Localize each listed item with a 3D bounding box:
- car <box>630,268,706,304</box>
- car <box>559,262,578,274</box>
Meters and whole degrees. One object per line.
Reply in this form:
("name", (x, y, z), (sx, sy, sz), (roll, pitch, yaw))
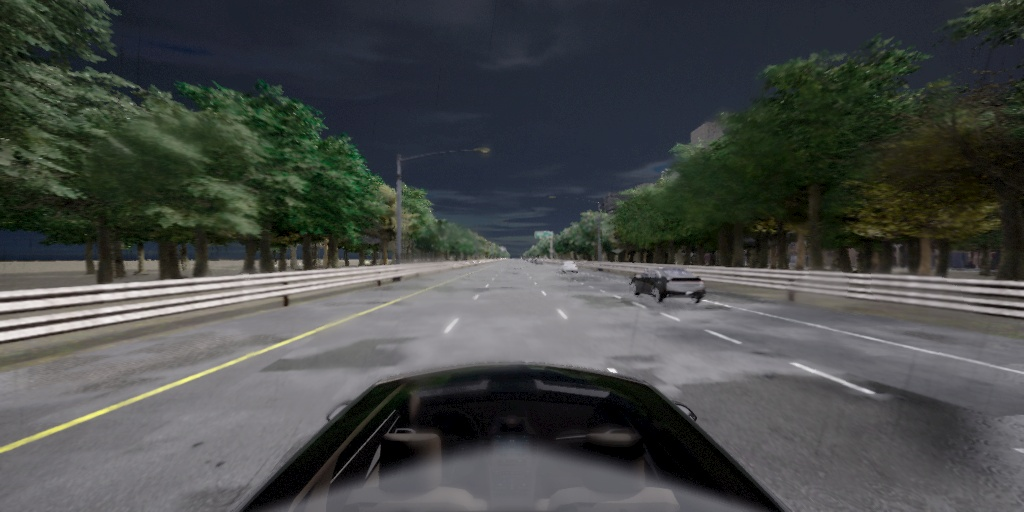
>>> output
("car", (7.009, 1.276, 16.632), (2.128, 1.511, 4.902), (0, 0, 0))
("car", (7.098, 1.436, 45.256), (1.812, 1.442, 4.674), (0, 0, 0))
